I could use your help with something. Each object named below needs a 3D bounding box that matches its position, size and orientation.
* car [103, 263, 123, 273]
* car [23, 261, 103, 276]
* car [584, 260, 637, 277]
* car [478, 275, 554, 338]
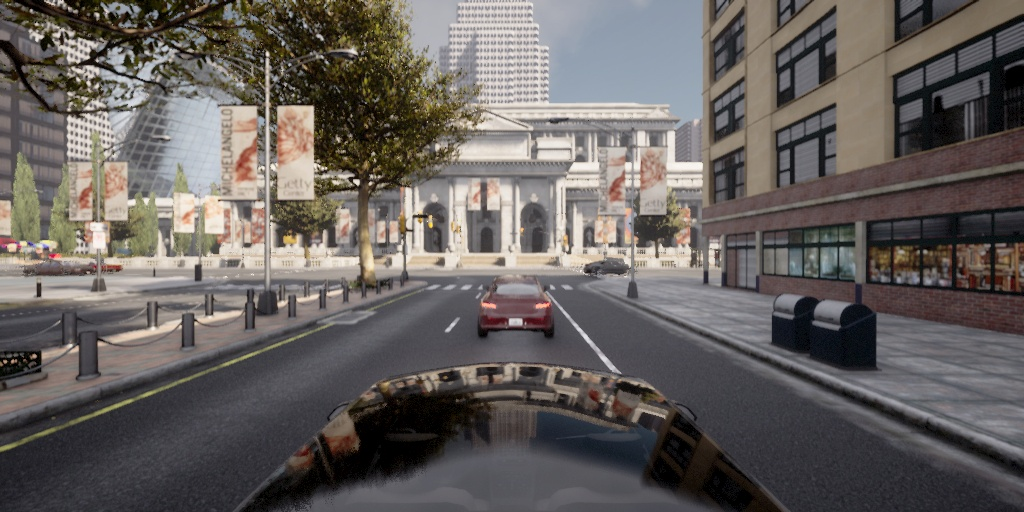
[{"bbox_3d":[-44.143,1.239,37.834,4.718,1.301,1.895,0,0,1],"label":"car"},{"bbox_3d":[-43.191,1.197,34.319,5.357,1.411,2.033,0,0,1],"label":"car"},{"bbox_3d":[9.215,1.155,33.599,4.892,1.490,1.837,0,-2,-10],"label":"car"},{"bbox_3d":[0.118,1.250,10.020,1.812,1.442,4.674,0,0,1],"label":"car"}]
